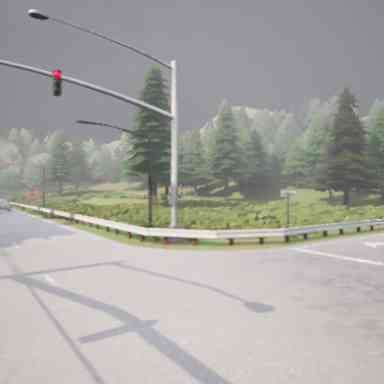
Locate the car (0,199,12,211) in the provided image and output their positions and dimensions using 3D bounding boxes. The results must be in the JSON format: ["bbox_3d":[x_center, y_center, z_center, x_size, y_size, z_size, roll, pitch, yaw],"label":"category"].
[{"bbox_3d":[-22.836,1.580,39.826,1.812,1.442,4.674,0,0,-34],"label":"car"}]
